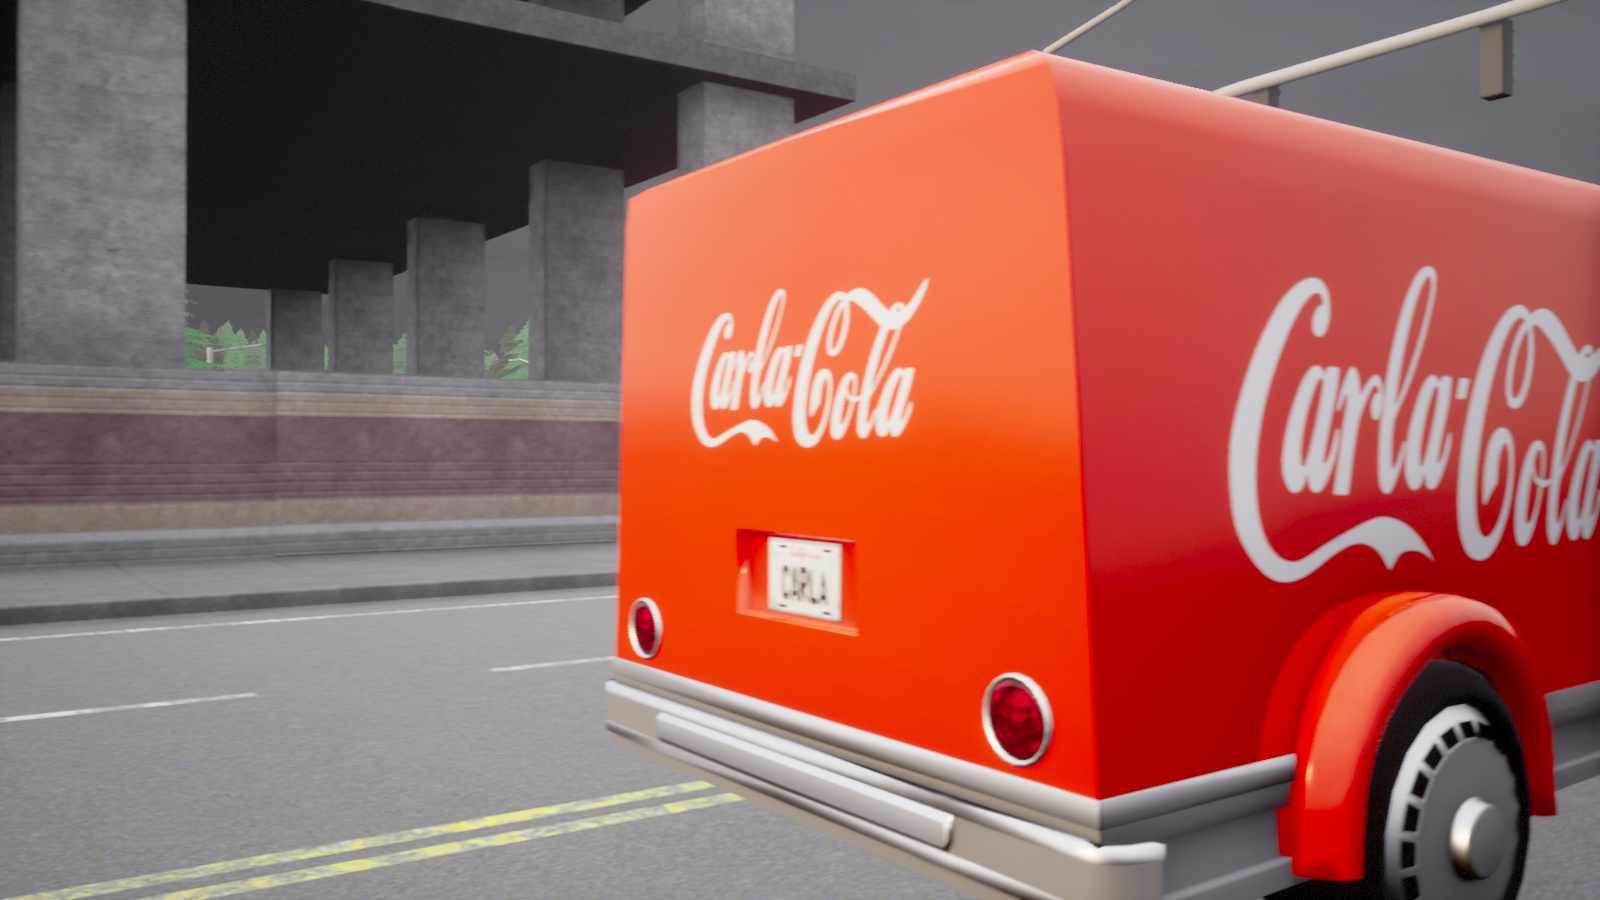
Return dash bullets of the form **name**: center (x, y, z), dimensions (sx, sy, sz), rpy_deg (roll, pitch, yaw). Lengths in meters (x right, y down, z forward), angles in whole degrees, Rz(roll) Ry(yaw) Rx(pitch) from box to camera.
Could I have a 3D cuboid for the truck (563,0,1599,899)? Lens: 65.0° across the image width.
- **truck**: center (2.009, 0.266, 5.059), dimensions (5.204, 2.467, 2.627), rpy_deg (0, 0, -35)
